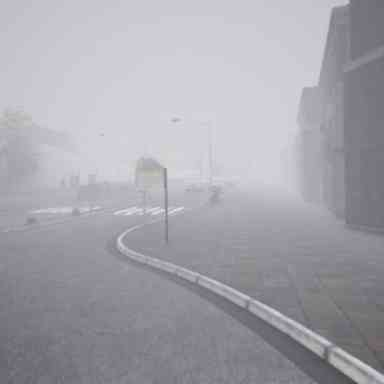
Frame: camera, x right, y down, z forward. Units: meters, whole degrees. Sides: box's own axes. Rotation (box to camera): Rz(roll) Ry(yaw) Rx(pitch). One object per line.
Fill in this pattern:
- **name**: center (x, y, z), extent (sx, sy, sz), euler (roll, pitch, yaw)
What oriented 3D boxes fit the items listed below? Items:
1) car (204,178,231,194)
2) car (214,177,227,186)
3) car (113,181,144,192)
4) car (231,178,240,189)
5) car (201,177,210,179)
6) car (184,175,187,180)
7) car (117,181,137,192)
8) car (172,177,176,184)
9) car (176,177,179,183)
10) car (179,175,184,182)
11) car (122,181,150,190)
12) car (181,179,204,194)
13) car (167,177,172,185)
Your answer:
- **car**: center (3.481, -0.649, 44.847), extent (1.882, 1.535, 5.008), euler (-1, 4, 16)
- **car**: center (5.653, -2.072, 65.462), extent (1.812, 1.442, 4.674), euler (-1, 4, 12)
- **car**: center (-10.730, -1.007, 56.775), extent (4.892, 1.521, 2.231), euler (-3, 4, -5)
- **car**: center (6.123, -1.386, 54.592), extent (2.128, 1.511, 4.902), euler (-1, 4, 14)
- **car**: center (3.232, -1.365, 55.393), extent (1.882, 1.535, 5.008), euler (-1, 4, 14)
- **car**: center (-4.626, -3.170, 85.604), extent (5.008, 1.535, 2.097), euler (-3, 3, -10)
- **car**: center (-11.521, -0.750, 53.927), extent (4.792, 1.488, 2.163), euler (-3, 4, -4)
- **car**: center (-6.768, -2.328, 73.995), extent (4.892, 1.521, 2.231), euler (-3, 4, -8)
- **car**: center (-6.199, -2.542, 76.892), extent (4.892, 1.521, 2.231), euler (-3, 4, -8)
- **car**: center (-5.145, -2.963, 82.695), extent (5.008, 1.535, 2.097), euler (-3, 4, -9)
- **car**: center (-10.010, -1.192, 59.639), extent (4.674, 1.452, 2.002), euler (-3, 4, -5)
- **car**: center (0.515, -0.574, 45.398), extent (2.128, 1.511, 4.902), euler (-1, 4, 17)
- **car**: center (-7.361, -2.112, 71.108), extent (4.892, 1.521, 2.231), euler (-3, 4, -7)
